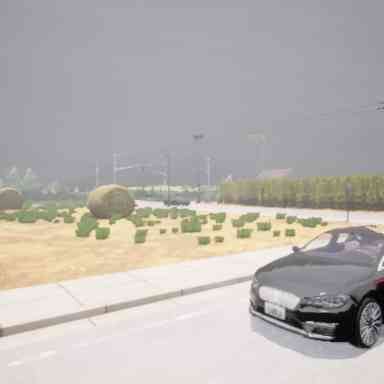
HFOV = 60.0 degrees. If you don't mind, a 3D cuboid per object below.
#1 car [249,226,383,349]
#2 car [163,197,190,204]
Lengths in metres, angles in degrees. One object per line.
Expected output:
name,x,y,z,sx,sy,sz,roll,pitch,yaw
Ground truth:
car,3.203,1.446,6.258,4.902,1.511,2.128,-1,0,-35
car,-2.275,1.376,48.938,2.033,1.411,5.357,-1,0,-34
